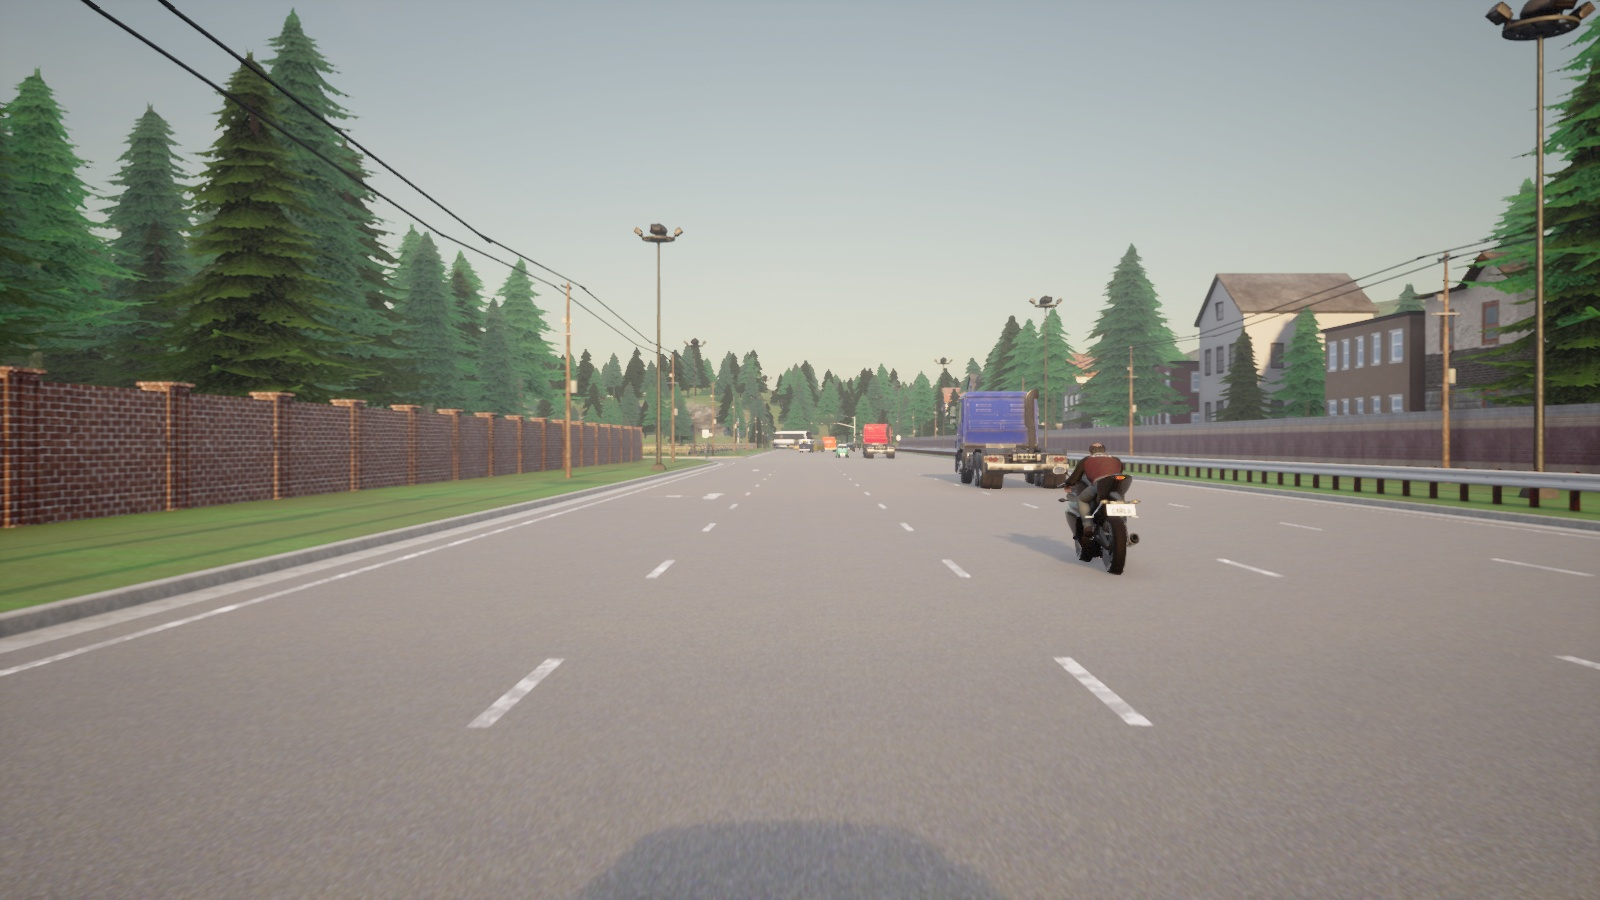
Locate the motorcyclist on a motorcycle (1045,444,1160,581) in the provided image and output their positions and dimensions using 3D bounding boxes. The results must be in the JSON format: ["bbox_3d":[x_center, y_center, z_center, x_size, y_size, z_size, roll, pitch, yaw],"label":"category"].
[{"bbox_3d":[3.602,0.699,15.158,0.866,1.530,2.191,0,0,0],"label":"motorcyclist on a motorcycle"}]

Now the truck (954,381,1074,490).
[{"bbox_3d":[7.266,-0.476,43.784,2.891,3.462,7.936,0,0,0],"label":"truck"}]
